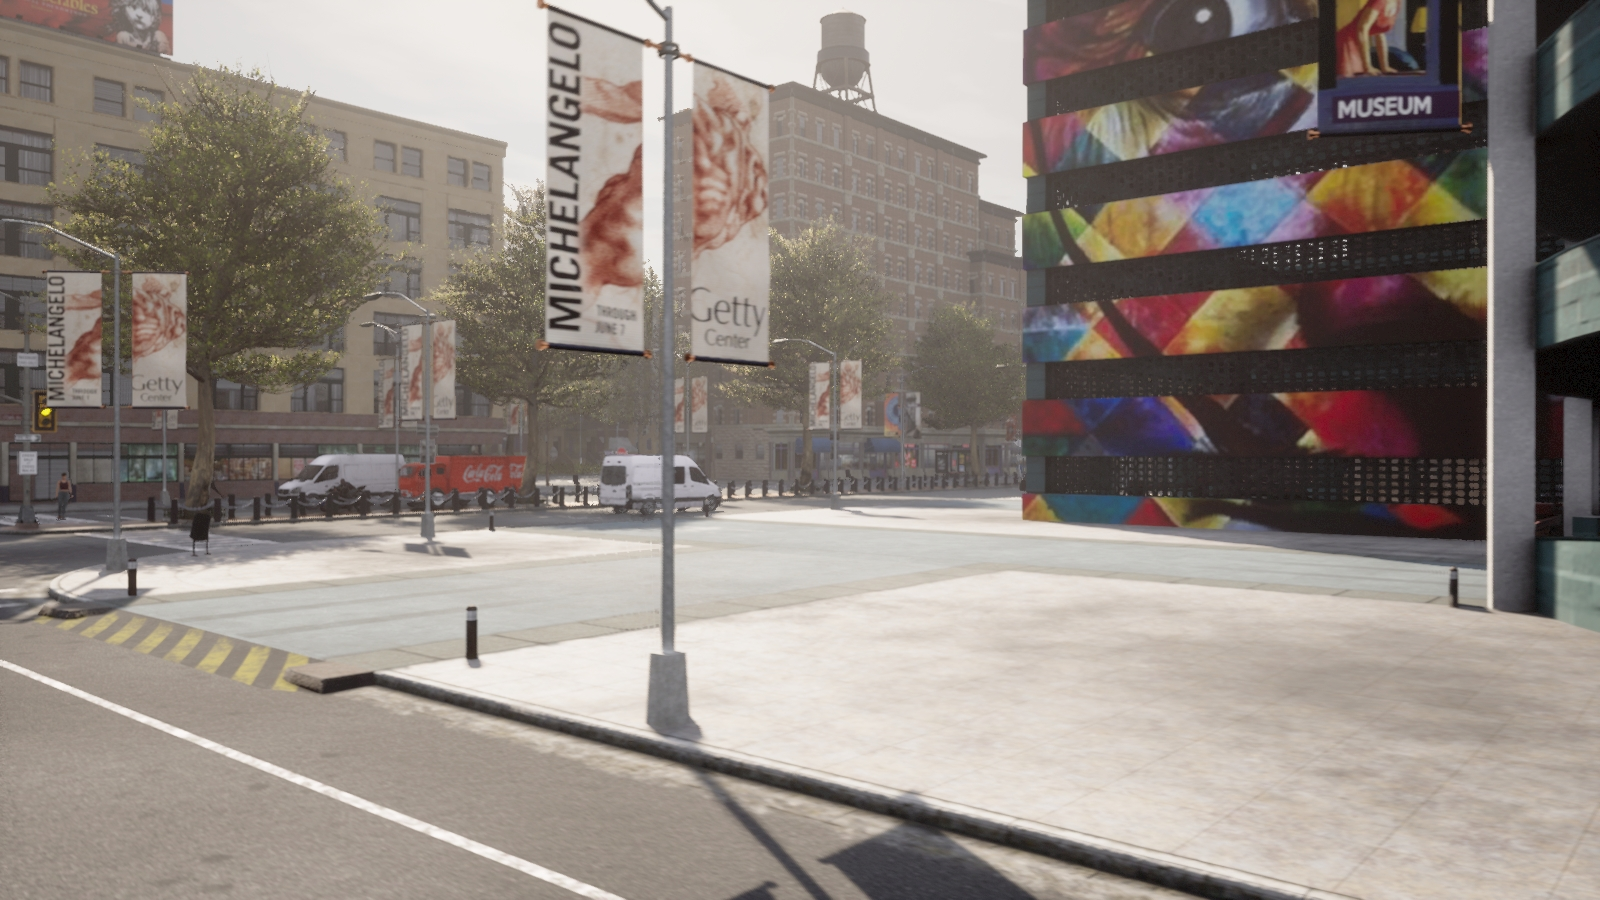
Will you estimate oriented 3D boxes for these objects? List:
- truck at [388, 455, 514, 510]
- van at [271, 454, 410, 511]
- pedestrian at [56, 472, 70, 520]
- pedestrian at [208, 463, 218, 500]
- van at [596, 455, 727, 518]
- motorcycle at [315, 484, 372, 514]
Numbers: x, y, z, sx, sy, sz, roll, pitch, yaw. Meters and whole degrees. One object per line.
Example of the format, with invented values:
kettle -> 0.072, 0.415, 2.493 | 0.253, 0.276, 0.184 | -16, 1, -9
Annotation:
truck -> -16.756, 1.520, 55.065 | 2.627, 2.467, 5.204 | 0, 0, 40
van -> -21.807, 1.483, 54.505 | 1.988, 2.561, 5.915 | 0, 0, 40
pedestrian -> -28.927, 1.793, 44.843 | 0.375, 1.860, 0.375 | 0, 0, -44
pedestrian -> -30.513, 1.634, 59.417 | 0.375, 1.860, 0.375 | 0, 0, 44
van -> -5.959, 1.503, 50.046 | 1.988, 2.561, 5.915 | 0, 0, 40
motorcycle -> -20.306, 2.157, 50.871 | 0.867, 1.251, 2.209 | 0, 0, 40
